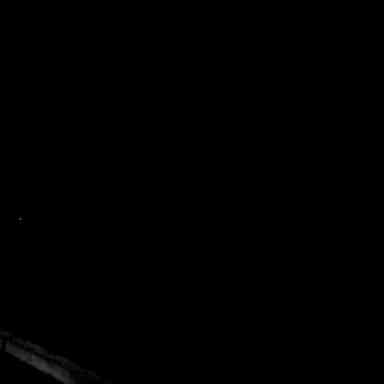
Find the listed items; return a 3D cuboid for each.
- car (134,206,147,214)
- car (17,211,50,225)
[{"bbox_3d":[-10.685,3.441,63.089,2.128,1.511,4.902,-4,-3,33],"label":"car"},{"bbox_3d":[-16.026,2.656,34.875,1.994,1.385,4.181,-4,-3,32],"label":"car"}]
